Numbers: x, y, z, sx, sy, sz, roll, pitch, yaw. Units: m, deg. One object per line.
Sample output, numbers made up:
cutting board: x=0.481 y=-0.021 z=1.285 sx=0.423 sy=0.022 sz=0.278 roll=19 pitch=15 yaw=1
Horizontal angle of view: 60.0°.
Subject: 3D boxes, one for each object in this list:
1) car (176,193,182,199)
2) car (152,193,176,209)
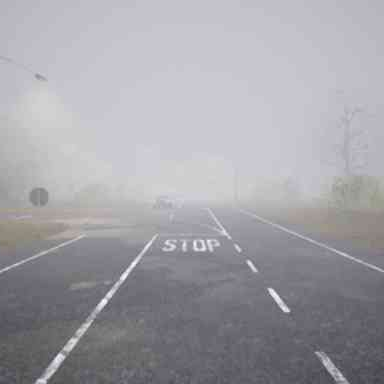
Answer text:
car: x=-3.432 y=0.955 z=77.955 sx=1.895 sy=1.301 sz=4.718 roll=0 pitch=1 yaw=0
car: x=-3.419 y=1.052 z=39.349 sx=2.097 sy=1.767 sz=4.553 roll=0 pitch=1 yaw=0
